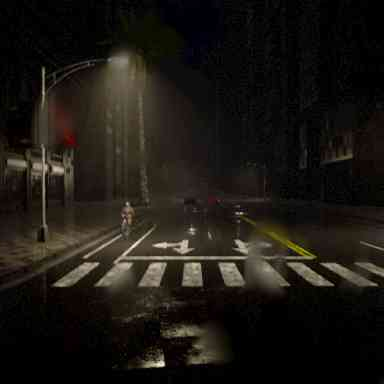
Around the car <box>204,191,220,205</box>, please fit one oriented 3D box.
[{"bbox_3d":[3.001,0.935,51.407,2.150,2.045,5.566,0,0,1],"label":"car"}]

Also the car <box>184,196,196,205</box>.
[{"bbox_3d":[-0.248,1.323,51.455,1.895,1.301,4.718,0,0,1],"label":"car"}]

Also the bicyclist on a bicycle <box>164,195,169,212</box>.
[{"bbox_3d":[-2.710,1.212,34.988,0.659,1.776,1.843,0,0,1],"label":"bicyclist on a bicycle"}]

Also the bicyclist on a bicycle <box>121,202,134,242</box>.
[{"bbox_3d":[-2.991,1.343,15.261,0.659,1.776,1.843,0,0,1],"label":"bicyclist on a bicycle"}]
